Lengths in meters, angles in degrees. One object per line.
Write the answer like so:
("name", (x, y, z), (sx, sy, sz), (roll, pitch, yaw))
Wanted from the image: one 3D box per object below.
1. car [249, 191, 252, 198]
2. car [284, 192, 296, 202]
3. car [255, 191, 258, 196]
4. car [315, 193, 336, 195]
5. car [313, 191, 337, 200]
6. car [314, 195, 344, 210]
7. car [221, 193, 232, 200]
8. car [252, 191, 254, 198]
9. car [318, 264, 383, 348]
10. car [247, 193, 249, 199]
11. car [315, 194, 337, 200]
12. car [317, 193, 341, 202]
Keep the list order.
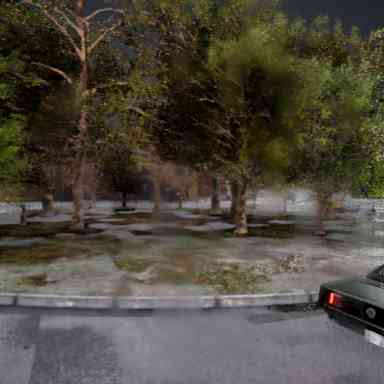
("car", (11.581, 0.844, 81.696), (4.553, 1.767, 2.185), (1, 1, 19))
("car", (20.158, 1.006, 68.371), (2.150, 2.045, 5.566), (1, 1, 19))
("car", (14.229, 0.615, 89.535), (5.566, 2.045, 2.435), (1, 1, 19))
("car", (27.263, 1.411, 65.578), (4.792, 1.488, 2.163), (1, 1, 19))
("car", (34.561, 0.881, 86.450), (5.566, 2.045, 2.435), (1, 1, 19))
("car", (17.469, 1.494, 43.269), (1.882, 1.535, 5.008), (0, 0, 3))
("car", (8.878, 0.926, 73.875), (4.553, 1.767, 2.185), (1, 1, 19))
("car", (12.446, 0.939, 84.321), (4.892, 1.521, 2.231), (1, 1, 19))
("car", (4.412, 1.633, 5.172), (4.718, 1.301, 1.895), (1, 0, -23))
("car", (9.744, 1.027, 76.499), (5.008, 1.535, 2.097), (1, 1, 19))
("car", (32.747, 1.204, 81.333), (5.008, 1.535, 2.097), (1, 1, 19))
("car", (29.101, 1.214, 70.692), (4.553, 1.767, 2.185), (1, 1, 19))
